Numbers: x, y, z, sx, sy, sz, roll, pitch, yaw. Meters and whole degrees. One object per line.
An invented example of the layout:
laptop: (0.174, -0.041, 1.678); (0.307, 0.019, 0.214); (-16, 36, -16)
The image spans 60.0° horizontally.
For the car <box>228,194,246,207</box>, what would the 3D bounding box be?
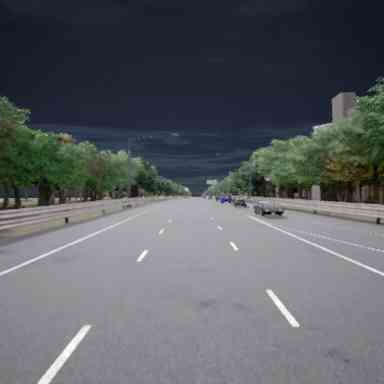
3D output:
car: (7.018, 1.531, 50.280); (1.837, 1.490, 4.892); (0, 0, 0)

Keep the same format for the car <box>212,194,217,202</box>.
car: (7.152, 1.464, 86.611); (2.150, 2.045, 5.566); (0, -1, 0)

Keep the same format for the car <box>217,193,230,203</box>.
car: (7.071, 1.323, 69.596); (2.150, 2.045, 5.566); (0, 0, 0)

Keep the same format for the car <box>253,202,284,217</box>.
car: (7.060, 1.620, 31.272); (1.895, 1.301, 4.718); (0, 0, -1)
